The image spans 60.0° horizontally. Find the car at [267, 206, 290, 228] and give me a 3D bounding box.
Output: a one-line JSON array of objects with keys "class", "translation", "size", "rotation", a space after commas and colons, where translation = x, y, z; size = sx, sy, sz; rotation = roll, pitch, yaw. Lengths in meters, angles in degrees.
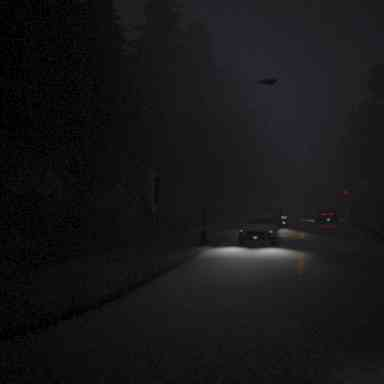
[{"class": "car", "translation": [7.006, 1.995, 27.877], "size": [2.097, 1.767, 4.553], "rotation": [-2, -2, 19]}]

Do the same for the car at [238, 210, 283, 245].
[{"class": "car", "translation": [3.779, 1.966, 18.285], "size": [1.812, 1.442, 4.674], "rotation": [-2, -2, 18]}]

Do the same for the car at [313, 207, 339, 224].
[{"class": "car", "translation": [12.284, 2.122, 30.420], "size": [1.837, 1.490, 4.892], "rotation": [-2, -2, 19]}]
